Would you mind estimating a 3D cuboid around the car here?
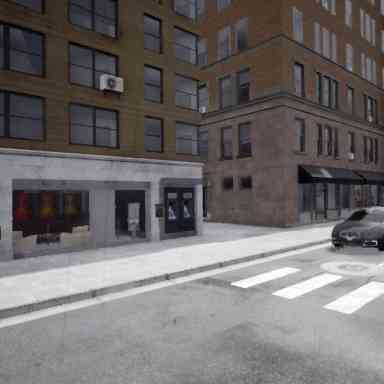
[{"bbox_3d":[7.395,1.397,13.407,4.892,1.490,1.837,-1,-1,-42],"label":"car"}]
